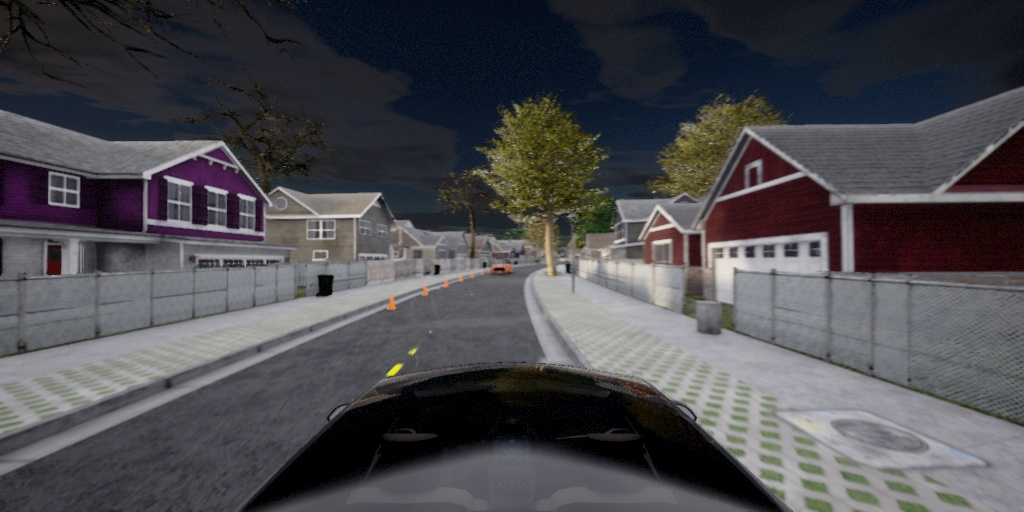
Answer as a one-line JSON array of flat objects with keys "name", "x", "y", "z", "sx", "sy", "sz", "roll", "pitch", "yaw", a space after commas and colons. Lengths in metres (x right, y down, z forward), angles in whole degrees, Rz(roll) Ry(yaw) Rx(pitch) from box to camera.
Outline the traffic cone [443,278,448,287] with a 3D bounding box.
[{"name": "traffic cone", "x": -4.401, "y": 1.740, "z": 23.953, "sx": 0.340, "sy": 0.580, "sz": 0.340, "roll": 0, "pitch": 0, "yaw": 3}]

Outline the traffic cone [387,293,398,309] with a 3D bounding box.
[{"name": "traffic cone", "x": -4.634, "y": 1.735, "z": 13.853, "sx": 0.340, "sy": 0.580, "sz": 0.340, "roll": 0, "pitch": 0, "yaw": 0}]

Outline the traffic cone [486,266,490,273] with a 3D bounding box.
[{"name": "traffic cone", "x": -2.693, "y": 1.766, "z": 44.082, "sx": 0.340, "sy": 0.580, "sz": 0.340, "roll": 0, "pitch": 0, "yaw": 7}]

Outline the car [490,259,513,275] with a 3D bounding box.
[{"name": "car", "x": -1.106, "y": 1.140, "z": 40.349, "sx": 2.097, "sy": 1.767, "sz": 4.553, "roll": 0, "pitch": 0, "yaw": 7}]

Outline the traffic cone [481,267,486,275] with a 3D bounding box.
[{"name": "traffic cone", "x": -3.275, "y": 1.757, "z": 39.063, "sx": 0.340, "sy": 0.580, "sz": 0.340, "roll": 0, "pitch": 0, "yaw": 6}]

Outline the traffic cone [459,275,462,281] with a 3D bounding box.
[{"name": "traffic cone", "x": -4.129, "y": 1.744, "z": 28.997, "sx": 0.340, "sy": 0.580, "sz": 0.340, "roll": 0, "pitch": 0, "yaw": 4}]

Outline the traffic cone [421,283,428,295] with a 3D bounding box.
[{"name": "traffic cone", "x": -4.569, "y": 1.737, "z": 18.905, "sx": 0.340, "sy": 0.580, "sz": 0.340, "roll": 0, "pitch": 0, "yaw": 1}]

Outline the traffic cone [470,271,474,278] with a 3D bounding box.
[{"name": "traffic cone", "x": -3.754, "y": 1.750, "z": 34.035, "sx": 0.340, "sy": 0.580, "sz": 0.340, "roll": 0, "pitch": 0, "yaw": 5}]
